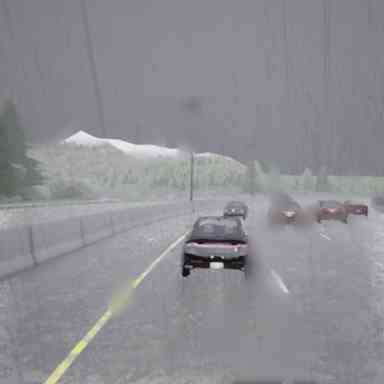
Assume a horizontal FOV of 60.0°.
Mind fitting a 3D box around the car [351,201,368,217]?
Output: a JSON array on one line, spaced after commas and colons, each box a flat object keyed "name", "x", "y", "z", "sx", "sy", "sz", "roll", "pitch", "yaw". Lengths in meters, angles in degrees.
[{"name": "car", "x": 15.854, "y": 1.572, "z": 32.690, "sx": 1.882, "sy": 1.535, "sz": 5.008, "roll": 1, "pitch": 0, "yaw": 16}]

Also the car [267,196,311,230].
[{"name": "car", "x": 6.028, "y": 1.359, "z": 21.498, "sx": 2.097, "sy": 1.767, "sz": 4.553, "roll": 1, "pitch": 0, "yaw": 10}]

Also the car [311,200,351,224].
[{"name": "car", "x": 10.465, "y": 1.401, "z": 25.797, "sx": 2.097, "sy": 1.767, "sz": 4.553, "roll": 1, "pitch": 0, "yaw": 12}]

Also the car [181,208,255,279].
[{"name": "car", "x": 0.804, "y": 1.470, "z": 10.058, "sx": 2.128, "sy": 1.511, "sz": 4.902, "roll": 1, "pitch": 0, "yaw": 5}]

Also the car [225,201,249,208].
[{"name": "car", "x": 3.791, "y": 1.507, "z": 28.231, "sx": 2.033, "sy": 1.411, "sz": 5.357, "roll": 1, "pitch": 0, "yaw": 13}]

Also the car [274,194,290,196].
[{"name": "car", "x": 11.099, "y": 1.232, "z": 40.853, "sx": 2.150, "sy": 2.045, "sz": 5.566, "roll": 1, "pitch": 0, "yaw": 19}]
